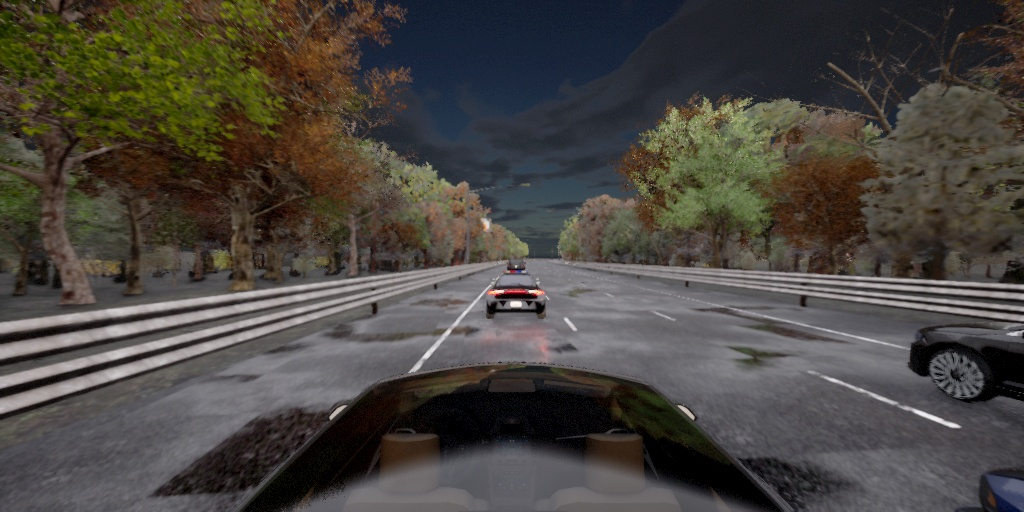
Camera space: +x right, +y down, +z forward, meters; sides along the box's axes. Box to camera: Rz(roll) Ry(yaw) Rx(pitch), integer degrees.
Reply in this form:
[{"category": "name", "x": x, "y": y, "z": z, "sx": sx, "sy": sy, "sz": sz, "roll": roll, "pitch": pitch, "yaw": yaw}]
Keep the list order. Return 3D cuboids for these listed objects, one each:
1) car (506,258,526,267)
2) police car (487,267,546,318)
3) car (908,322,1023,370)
[{"category": "car", "x": 0.510, "y": 1.304, "z": 42.759, "sx": 2.150, "sy": 2.045, "sz": 5.566, "roll": 0, "pitch": 0, "yaw": 1}, {"category": "police car", "x": 0.142, "y": 1.348, "z": 13.559, "sx": 2.038, "sy": 1.542, "sz": 4.974, "roll": 0, "pitch": -1, "yaw": 0}, {"category": "car", "x": 7.106, "y": 1.260, "z": 3.542, "sx": 2.128, "sy": 1.511, "sz": 4.902, "roll": 0, "pitch": 0, "yaw": 0}]
